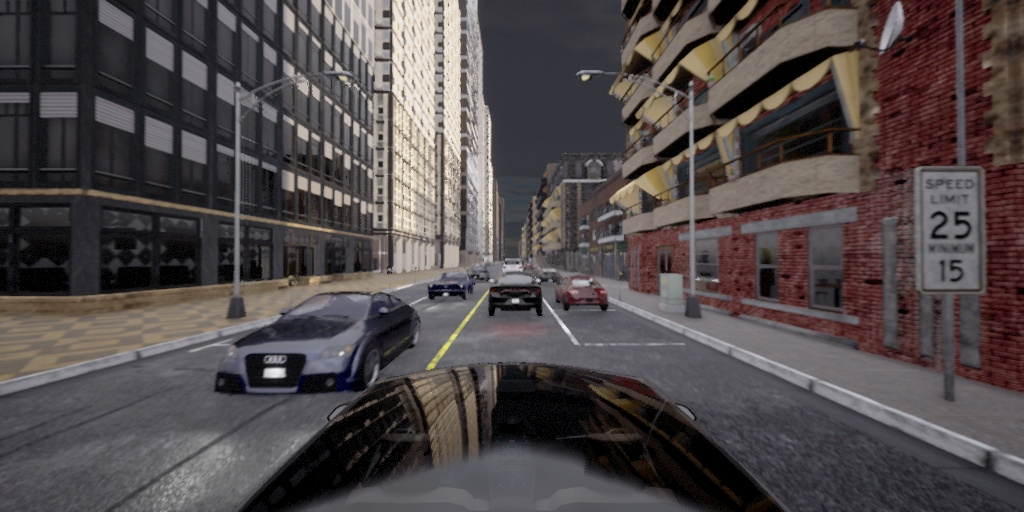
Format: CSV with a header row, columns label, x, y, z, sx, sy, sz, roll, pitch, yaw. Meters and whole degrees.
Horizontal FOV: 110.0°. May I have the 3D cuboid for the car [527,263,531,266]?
label,x,y,z,sx,sy,sz,roll,pitch,yaw
car,2.747,1.570,33.350,2.007,1.370,4.403,0,0,0

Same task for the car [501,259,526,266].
label,x,y,z,sx,sy,sz,roll,pitch,yaw
car,0.072,1.289,37.793,2.150,2.045,5.566,0,0,0

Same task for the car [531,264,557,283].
label,x,y,z,sx,sy,sz,roll,pitch,yaw
car,2.736,1.520,27.702,2.007,1.370,4.403,0,0,0

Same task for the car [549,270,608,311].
label,x,y,z,sx,sy,sz,roll,pitch,yaw
car,2.762,1.435,14.786,1.802,1.307,4.207,0,0,0

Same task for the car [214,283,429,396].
label,x,y,z,sx,sy,sz,roll,pitch,yaw
car,-3.093,1.356,6.672,1.994,1.385,4.181,0,0,0

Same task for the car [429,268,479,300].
label,x,y,z,sx,sy,sz,roll,pitch,yaw
car,-3.067,1.501,18.872,1.895,1.301,4.718,0,0,0

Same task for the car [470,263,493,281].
label,x,y,z,sx,sy,sz,roll,pitch,yaw
car,-3.024,1.578,31.862,1.994,1.385,4.181,0,0,0

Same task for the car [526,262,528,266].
label,x,y,z,sx,sy,sz,roll,pitch,yaw
car,2.799,1.862,61.592,1.802,1.307,4.207,0,0,0

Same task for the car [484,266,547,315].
label,x,y,z,sx,sy,sz,roll,pitch,yaw
car,0.119,1.330,14.128,1.882,1.535,5.008,0,-1,0
